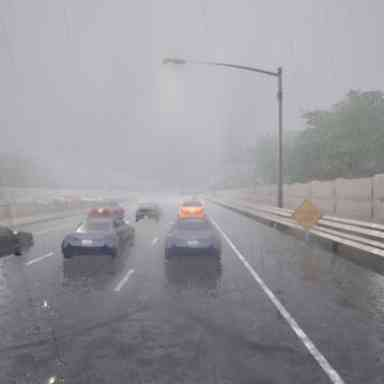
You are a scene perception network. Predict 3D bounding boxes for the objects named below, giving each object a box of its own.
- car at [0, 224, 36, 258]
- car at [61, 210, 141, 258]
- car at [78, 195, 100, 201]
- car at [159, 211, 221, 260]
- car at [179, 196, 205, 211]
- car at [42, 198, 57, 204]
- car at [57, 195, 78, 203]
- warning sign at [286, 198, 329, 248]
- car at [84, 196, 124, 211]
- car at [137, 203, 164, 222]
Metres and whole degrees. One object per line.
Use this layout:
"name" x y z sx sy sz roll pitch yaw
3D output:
"car" -6.980 1.601 10.381 2.033 1.411 5.357 0 0 0
"car" -3.460 1.632 13.027 1.994 1.385 4.181 0 0 1
"car" -17.566 1.515 58.475 2.150 2.045 5.566 0 0 1
"car" 0.040 1.631 12.835 1.994 1.385 4.181 0 0 0
"car" 0.028 1.491 27.485 2.097 1.767 4.553 0 0 0
"car" -24.558 1.786 58.264 2.128 1.511 4.902 0 0 1
"car" -21.059 1.514 58.321 2.150 2.045 5.566 0 0 1
"warning sign" 4.536 1.183 13.126 1.300 1.860 1.060 0 -1 0
"car" -6.971 1.491 27.488 2.097 1.767 4.553 0 0 0
"car" -3.469 1.646 27.568 1.837 1.490 4.892 0 0 0
